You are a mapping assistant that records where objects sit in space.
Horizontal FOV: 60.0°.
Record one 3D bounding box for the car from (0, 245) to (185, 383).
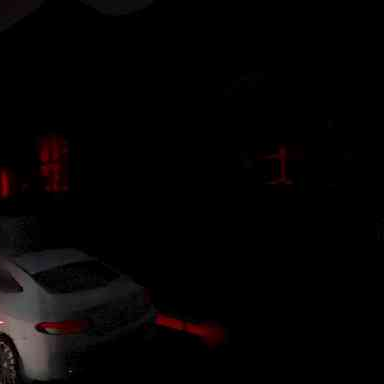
[{"bbox_3d":[-2.627,1.573,5.190,4.674,1.452,2.002,-1,0,36],"label":"car"}]
